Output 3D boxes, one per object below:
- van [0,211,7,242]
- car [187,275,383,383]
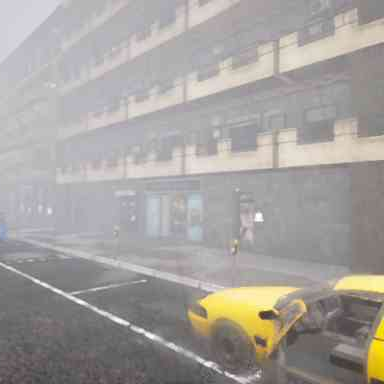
[{"bbox_3d":[-11.893,1.883,18.869,1.690,1.788,3.998,3,-3,-44],"label":"van"},{"bbox_3d":[2.232,1.670,3.974,1.801,1.575,5.366,3,-3,-44],"label":"car"}]
